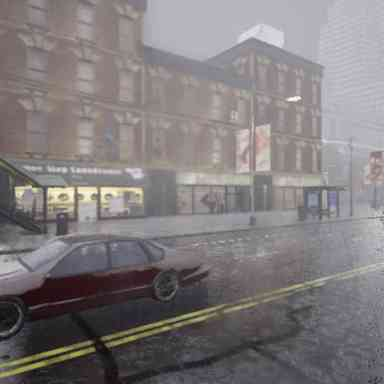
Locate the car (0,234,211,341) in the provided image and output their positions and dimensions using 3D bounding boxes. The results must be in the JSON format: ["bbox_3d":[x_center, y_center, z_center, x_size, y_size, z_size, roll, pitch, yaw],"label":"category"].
[{"bbox_3d":[-2.107,1.608,6.808,5.357,1.411,2.033,0,-1,-37],"label":"car"}]
